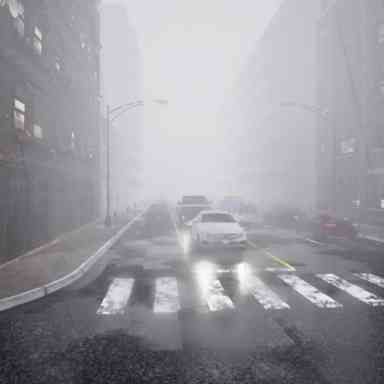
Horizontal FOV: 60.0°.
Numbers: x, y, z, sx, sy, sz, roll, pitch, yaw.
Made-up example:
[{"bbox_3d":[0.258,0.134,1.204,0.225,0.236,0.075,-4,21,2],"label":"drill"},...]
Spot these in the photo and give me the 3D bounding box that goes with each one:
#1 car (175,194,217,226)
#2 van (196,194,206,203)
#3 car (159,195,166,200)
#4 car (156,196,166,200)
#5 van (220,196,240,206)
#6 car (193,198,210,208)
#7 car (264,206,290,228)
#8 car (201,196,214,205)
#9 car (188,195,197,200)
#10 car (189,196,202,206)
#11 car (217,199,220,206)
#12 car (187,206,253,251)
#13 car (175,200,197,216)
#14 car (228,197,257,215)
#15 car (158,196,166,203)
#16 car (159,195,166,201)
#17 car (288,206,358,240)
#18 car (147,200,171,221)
[{"bbox_3d":[0.145,1.221,24.089,2.150,2.045,5.566,0,0,-5],"label":"car"},{"bbox_3d":[1.952,1.361,71.662,1.690,1.788,3.998,0,0,-5],"label":"van"},{"bbox_3d":[-8.250,1.578,92.988,1.887,1.381,4.507,0,0,-5],"label":"car"},{"bbox_3d":[-4.084,1.549,43.452,1.887,1.381,4.507,0,0,-5],"label":"car"},{"bbox_3d":[4.730,1.345,38.637,1.690,1.788,3.998,0,0,-5],"label":"van"},{"bbox_3d":[1.359,1.608,47.921,1.895,1.301,4.718,0,0,-5],"label":"car"},{"bbox_3d":[6.120,1.567,22.126,1.947,1.339,4.313,0,0,-5],"label":"car"},{"bbox_3d":[2.865,1.539,60.823,1.752,1.417,4.829,0,0,-5],"label":"car"},{"bbox_3d":[0.102,1.586,93.677,2.008,1.369,4.403,-1,0,-5],"label":"car"},{"bbox_3d":[0.530,1.516,57.706,1.837,1.490,4.892,0,0,-5],"label":"car"},{"bbox_3d":[4.269,1.572,44.142,1.947,1.339,4.313,0,0,-5],"label":"car"},{"bbox_3d":[0.987,1.525,14.236,1.812,1.442,4.674,0,0,-5],"label":"car"},{"bbox_3d":[-0.679,1.566,34.094,1.994,1.385,4.181,0,0,-5],"label":"car"},{"bbox_3d":[5.194,1.548,33.134,1.887,1.381,4.507,0,0,-5],"label":"car"},{"bbox_3d":[-6.385,1.543,70.803,1.752,1.417,4.829,0,0,-5],"label":"car"},{"bbox_3d":[-7.787,1.595,87.484,1.947,1.339,4.313,0,0,-5],"label":"car"},{"bbox_3d":[6.583,1.582,16.622,1.802,1.307,4.206,0,0,-5],"label":"car"},{"bbox_3d":[-2.695,1.565,26.940,1.947,1.339,4.313,0,0,-5],"label":"car"}]
